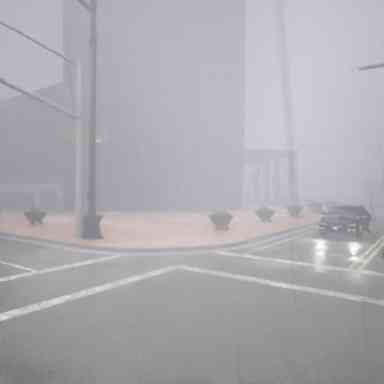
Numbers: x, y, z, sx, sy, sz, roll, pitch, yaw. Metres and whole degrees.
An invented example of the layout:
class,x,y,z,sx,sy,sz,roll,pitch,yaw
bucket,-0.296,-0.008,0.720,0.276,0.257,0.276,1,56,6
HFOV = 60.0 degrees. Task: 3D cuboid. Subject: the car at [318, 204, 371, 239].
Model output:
class,x,y,z,sx,sy,sz,roll,pitch,yaw
car,8.048,1.431,17.326,1.837,1.490,4.892,1,1,36
